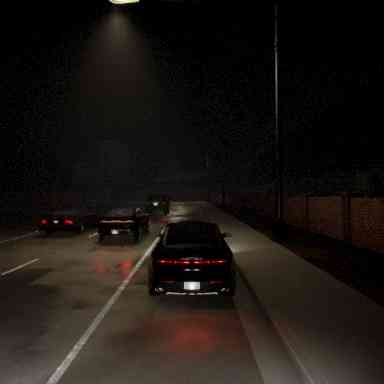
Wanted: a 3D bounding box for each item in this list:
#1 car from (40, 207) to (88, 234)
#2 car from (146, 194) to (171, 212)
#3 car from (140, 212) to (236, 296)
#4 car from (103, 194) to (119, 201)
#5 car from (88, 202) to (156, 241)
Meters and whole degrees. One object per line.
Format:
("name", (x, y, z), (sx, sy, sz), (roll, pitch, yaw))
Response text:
("car", (-6.796, 1.556, 19.127), (2.033, 1.411, 5.357), (0, 0, 0))
("car", (-3.407, 1.236, 33.733), (2.150, 2.045, 5.566), (0, 0, 0))
("car", (0.000, 1.508, 8.652), (1.837, 1.490, 4.892), (0, 0, 0))
("car", (-13.897, 0.995, 57.238), (2.097, 1.767, 4.553), (0, 0, 0))
("car", (-3.296, 1.499, 16.670), (2.128, 1.511, 4.902), (0, 0, 0))
